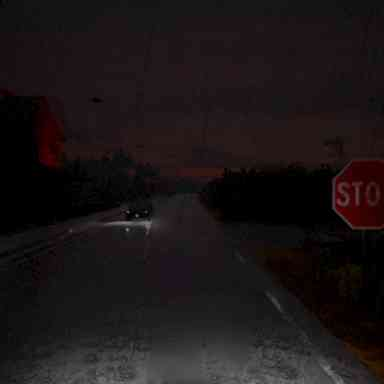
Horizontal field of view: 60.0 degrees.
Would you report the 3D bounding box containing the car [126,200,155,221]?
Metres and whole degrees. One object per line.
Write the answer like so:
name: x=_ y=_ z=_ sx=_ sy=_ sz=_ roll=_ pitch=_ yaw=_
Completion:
car: x=-3.931 y=1.383 z=26.012 sx=1.812 sy=1.442 sz=4.674 roll=0 pitch=1 yaw=-1
